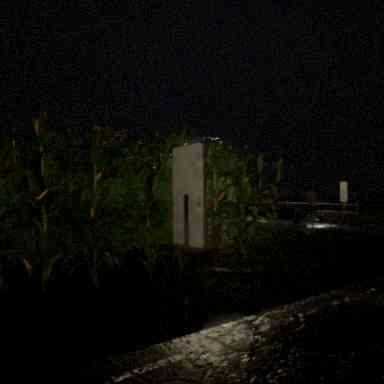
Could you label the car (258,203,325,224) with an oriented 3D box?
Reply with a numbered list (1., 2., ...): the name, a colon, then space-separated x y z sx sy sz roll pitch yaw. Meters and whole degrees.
1. car: 7.397 1.552 25.514 2.033 1.411 5.357 -1 0 -30
